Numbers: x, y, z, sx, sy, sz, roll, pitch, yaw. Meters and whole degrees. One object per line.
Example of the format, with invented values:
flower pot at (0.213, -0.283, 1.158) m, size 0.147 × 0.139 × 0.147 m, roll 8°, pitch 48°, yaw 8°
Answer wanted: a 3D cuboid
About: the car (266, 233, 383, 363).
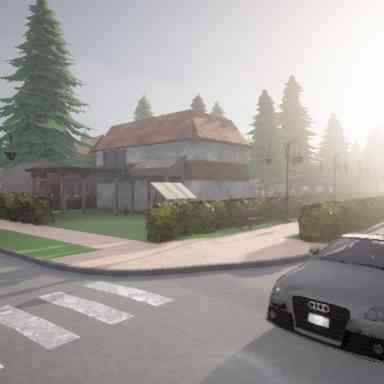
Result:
car at (3.127, 1.456, 5.719) m, size 4.181 × 1.385 × 1.994 m, roll -2°, pitch 2°, yaw -43°
